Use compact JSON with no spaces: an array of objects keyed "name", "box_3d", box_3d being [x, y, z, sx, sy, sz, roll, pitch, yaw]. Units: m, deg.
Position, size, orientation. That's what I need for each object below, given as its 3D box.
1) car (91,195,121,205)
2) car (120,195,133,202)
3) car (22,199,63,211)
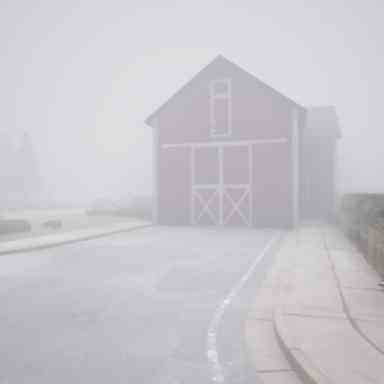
[{"name":"car","box_3d":[-11.397,1.514,42.997,1.816,1.474,4.193,-6,-1,15]},{"name":"car","box_3d":[-10.509,1.618,55.674,1.994,1.385,4.181,0,0,18]},{"name":"car","box_3d":[-18.631,1.632,41.856,2.033,1.411,5.357,0,0,17]}]
